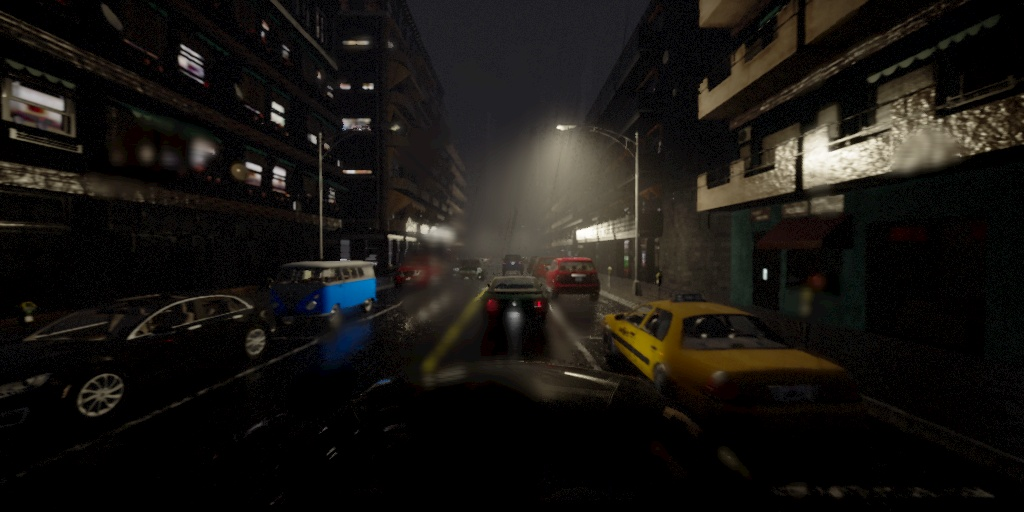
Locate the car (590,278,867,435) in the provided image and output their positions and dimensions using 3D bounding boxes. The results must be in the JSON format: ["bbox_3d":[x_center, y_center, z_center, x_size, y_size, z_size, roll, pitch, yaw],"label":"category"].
[{"bbox_3d":[2.690,1.261,5.710,1.751,1.417,4.829,0,0,0],"label":"car"}]

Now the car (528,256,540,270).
[{"bbox_3d":[2.690,0.965,27.948,2.192,1.841,5.009,0,0,0],"label":"car"}]

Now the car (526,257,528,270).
[{"bbox_3d":[2.691,0.922,39.152,2.192,1.841,5.009,0,0,0],"label":"car"}]

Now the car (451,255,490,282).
[{"bbox_3d":[-3.094,1.003,27.486,2.097,1.767,4.553,0,0,0],"label":"car"}]

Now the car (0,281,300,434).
[{"bbox_3d":[-5.658,1.285,5.569,2.007,1.370,4.403,0,0,0],"label":"car"}]

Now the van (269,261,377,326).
[{"bbox_3d":[-5.658,1.054,11.171,1.690,1.789,3.998,0,0,0],"label":"van"}]

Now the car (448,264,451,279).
[{"bbox_3d":[-5.697,1.200,27.978,2.007,1.370,4.403,0,0,0],"label":"car"}]

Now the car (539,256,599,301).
[{"bbox_3d":[2.690,1.007,16.744,2.192,1.841,5.009,0,0,0],"label":"car"}]

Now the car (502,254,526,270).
[{"bbox_3d":[0.102,0.831,38.504,2.150,2.045,5.566,0,0,0],"label":"car"}]

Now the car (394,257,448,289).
[{"bbox_3d":[-5.681,0.985,22.375,2.192,1.841,5.009,0,0,0],"label":"car"}]

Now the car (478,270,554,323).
[{"bbox_3d":[0.100,1.312,11.850,1.895,1.301,4.718,0,0,0],"label":"car"}]
